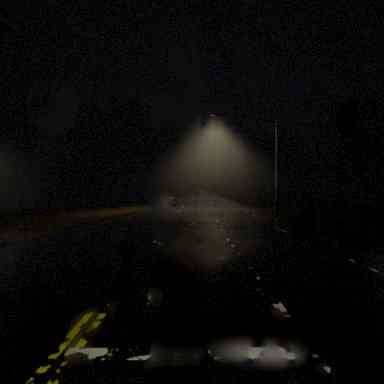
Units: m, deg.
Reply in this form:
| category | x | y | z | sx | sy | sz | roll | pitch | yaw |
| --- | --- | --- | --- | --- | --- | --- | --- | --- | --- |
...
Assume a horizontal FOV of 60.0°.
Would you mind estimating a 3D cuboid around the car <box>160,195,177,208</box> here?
| category | x | y | z | sx | sy | sz | roll | pitch | yaw |
| --- | --- | --- | --- | --- | --- | --- | --- | --- | --- |
| car | -2.938 | 1.202 | 42.494 | 2.128 | 1.511 | 4.902 | 0 | 1 | 2 |
